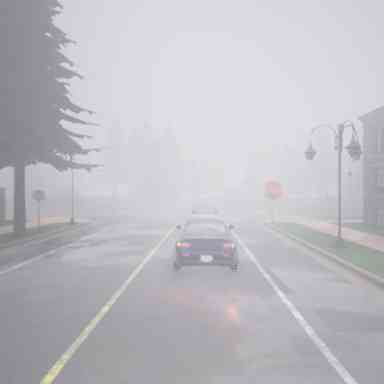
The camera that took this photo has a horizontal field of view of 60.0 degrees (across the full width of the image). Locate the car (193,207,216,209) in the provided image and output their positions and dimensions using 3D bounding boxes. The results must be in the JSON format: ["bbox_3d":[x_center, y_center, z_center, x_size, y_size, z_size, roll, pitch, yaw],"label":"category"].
[{"bbox_3d":[0.808,1.583,21.455,1.895,1.301,4.718,0,0,3],"label":"car"}]

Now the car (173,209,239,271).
[{"bbox_3d":[0.424,1.516,10.776,1.812,1.442,4.674,0,0,1],"label":"car"}]
